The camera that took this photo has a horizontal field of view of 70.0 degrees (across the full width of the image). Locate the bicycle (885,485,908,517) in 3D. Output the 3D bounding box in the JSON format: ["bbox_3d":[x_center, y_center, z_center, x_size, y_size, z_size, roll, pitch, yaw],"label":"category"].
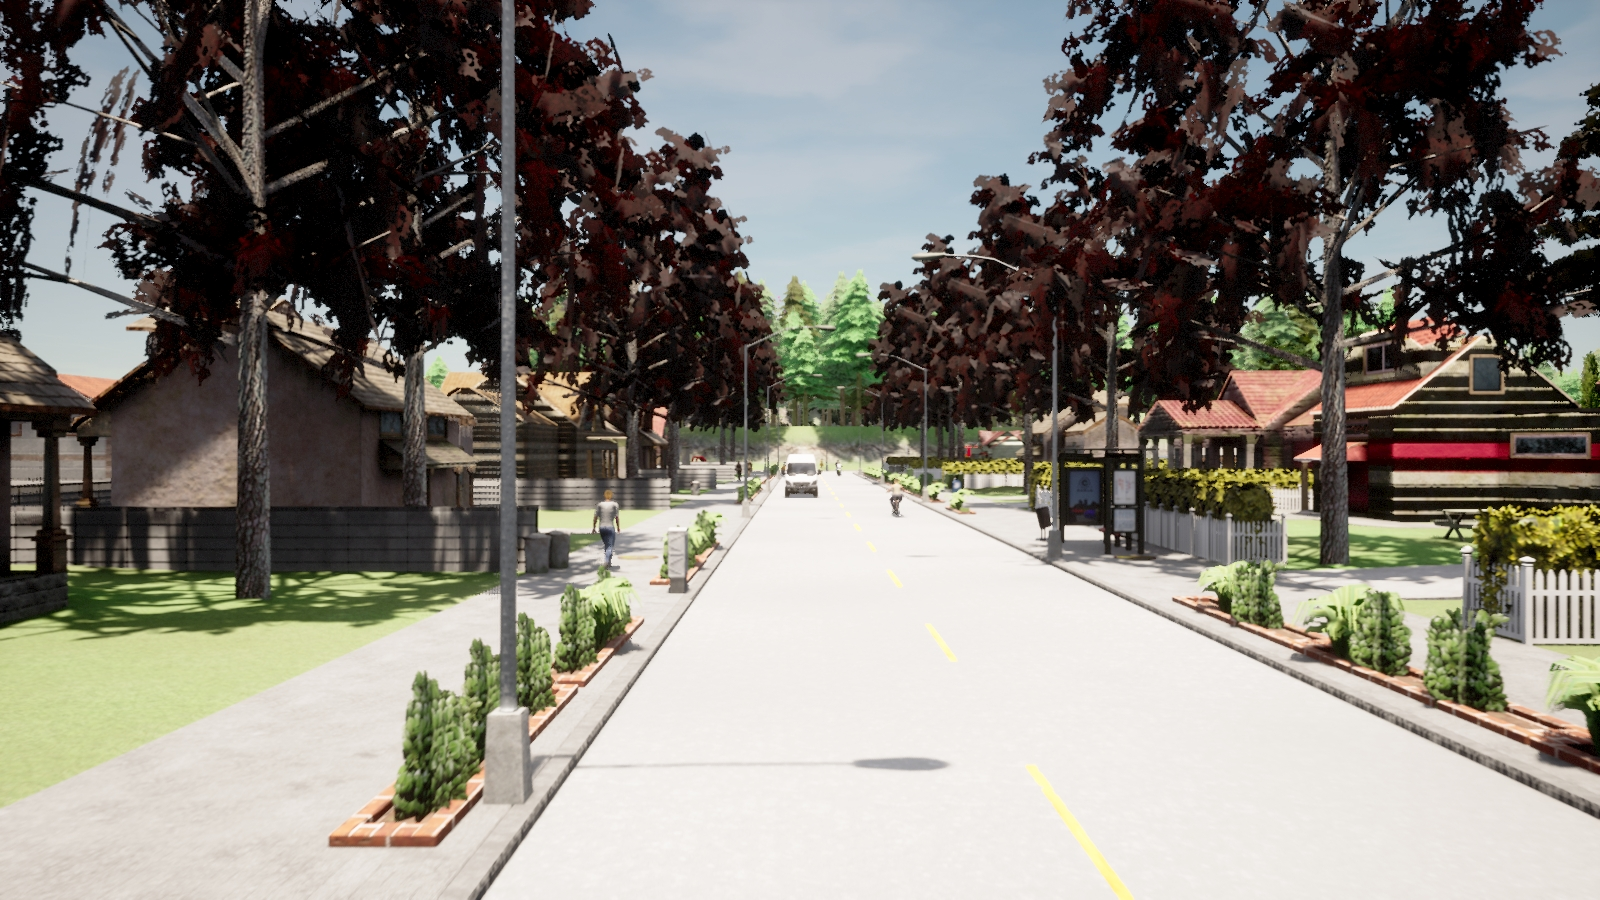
[{"bbox_3d":[4.078,2.158,48.359,0.859,1.276,1.487,0,0,0],"label":"bicycle"}]

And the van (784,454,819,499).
[{"bbox_3d":[0.093,1.534,68.704,1.988,2.561,5.915,0,0,0],"label":"van"}]

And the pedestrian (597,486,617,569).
[{"bbox_3d":[-4.349,1.743,25.781,0.375,1.860,0.375,0,0,4],"label":"pedestrian"}]
